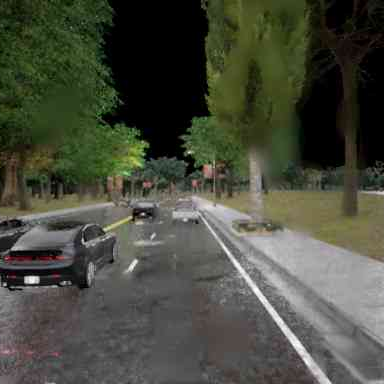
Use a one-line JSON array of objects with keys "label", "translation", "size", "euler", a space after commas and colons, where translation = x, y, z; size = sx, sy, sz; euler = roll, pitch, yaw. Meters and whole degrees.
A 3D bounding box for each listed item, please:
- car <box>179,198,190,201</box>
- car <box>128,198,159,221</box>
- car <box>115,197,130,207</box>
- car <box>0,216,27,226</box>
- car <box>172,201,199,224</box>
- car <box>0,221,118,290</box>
[{"label": "car", "translation": [-0.955, 1.518, 42.907], "size": [2.128, 1.511, 4.902], "euler": [-1, 0, -1]}, {"label": "car", "translation": [-3.824, 1.549, 27.973], "size": [1.882, 1.535, 5.008], "euler": [-1, 0, -1]}, {"label": "car", "translation": [-11.076, 1.613, 53.620], "size": [2.128, 1.511, 4.902], "euler": [-1, 0, -1]}, {"label": "car", "translation": [-6.844, 1.600, 10.996], "size": [1.837, 1.490, 4.892], "euler": [-1, 0, -1]}, {"label": "car", "translation": [-0.504, 1.643, 25.176], "size": [1.895, 1.301, 4.718], "euler": [-1, 0, -1]}, {"label": "car", "translation": [-3.349, 1.563, 9.255], "size": [1.837, 1.490, 4.892], "euler": [-1, 0, -1]}]
